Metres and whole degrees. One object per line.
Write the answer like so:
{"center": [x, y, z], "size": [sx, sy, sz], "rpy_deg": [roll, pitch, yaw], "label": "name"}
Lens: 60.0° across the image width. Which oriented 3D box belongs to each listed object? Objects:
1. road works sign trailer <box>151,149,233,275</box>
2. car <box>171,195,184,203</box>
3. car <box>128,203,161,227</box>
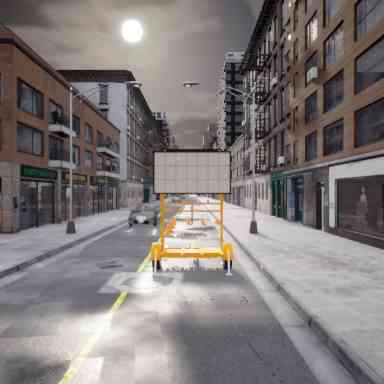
{"center": [0.004, 0.467, 10.393], "size": [2.380, 3.560, 2.880], "rpy_deg": [0, 0, 0], "label": "road works sign trailer"}
{"center": [-3.016, 1.604, 64.514], "size": [1.812, 1.442, 4.674], "rpy_deg": [0, 0, 1], "label": "car"}
{"center": [-3.090, 1.503, 22.649], "size": [2.128, 1.511, 4.902], "rpy_deg": [0, 0, 0], "label": "car"}
